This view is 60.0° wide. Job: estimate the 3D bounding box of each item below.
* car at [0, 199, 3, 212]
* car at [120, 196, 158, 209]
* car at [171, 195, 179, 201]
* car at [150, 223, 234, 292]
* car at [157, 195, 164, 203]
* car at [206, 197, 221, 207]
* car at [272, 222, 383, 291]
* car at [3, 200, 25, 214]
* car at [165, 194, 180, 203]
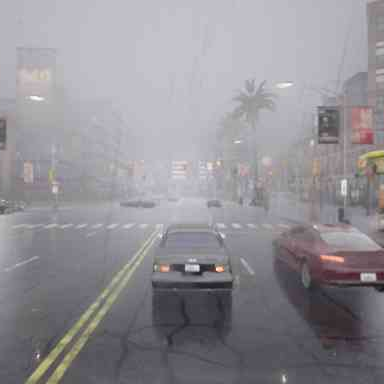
[{"bbox_3d":[-20.575,1.557,31.050,4.181,1.385,1.994,0,0,0],"label":"car"},{"bbox_3d":[-7.261,1.591,44.157,4.718,1.301,1.895,0,0,31],"label":"car"},{"bbox_3d":[-4.264,1.505,83.465,1.812,1.442,4.674,0,0,-1],"label":"car"},{"bbox_3d":[-0.003,1.545,9.060,2.033,1.411,5.357,0,0,0],"label":"car"},{"bbox_3d":[-7.651,1.508,71.276,1.812,1.442,4.674,0,0,-1],"label":"car"},{"bbox_3d":[3.153,1.514,49.396,1.812,1.442,4.674,0,0,-1],"label":"car"},{"bbox_3d":[3.496,1.524,8.905,1.812,1.442,4.674,0,0,0],"label":"car"},{"bbox_3d":[-20.093,1.484,34.651,4.902,1.511,2.128,0,0,-2],"label":"car"},{"bbox_3d":[-4.156,1.462,71.817,1.882,1.535,5.008,0,0,-1],"label":"car"}]
